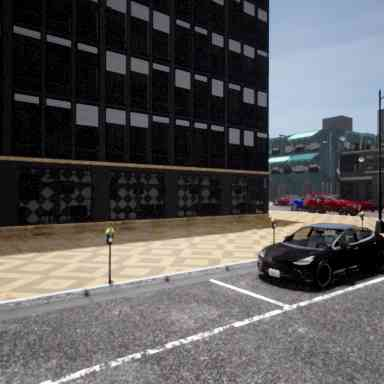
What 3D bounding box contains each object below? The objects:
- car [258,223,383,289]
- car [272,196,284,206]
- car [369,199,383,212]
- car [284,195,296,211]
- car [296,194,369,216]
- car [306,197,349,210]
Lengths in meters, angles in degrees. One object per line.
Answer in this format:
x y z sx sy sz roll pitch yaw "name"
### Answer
3.743 1.566 9.222 4.313 1.339 1.947 0 0 -35 "car"
12.459 1.130 43.278 1.967 1.590 4.097 1 0 -36 "car"
19.022 1.372 34.336 1.887 1.381 4.507 1 0 -36 "car"
12.104 1.277 33.959 1.812 1.442 4.674 0 1 -36 "car"
12.272 1.101 29.376 2.192 1.841 5.009 1 0 -36 "car"
15.740 1.341 38.805 1.802 1.307 4.206 1 0 -36 "car"
